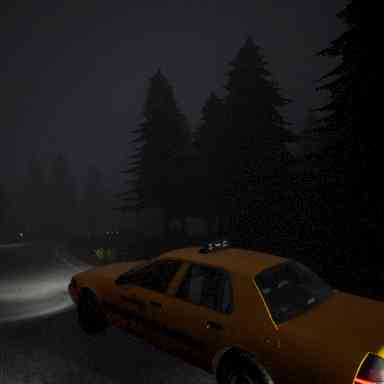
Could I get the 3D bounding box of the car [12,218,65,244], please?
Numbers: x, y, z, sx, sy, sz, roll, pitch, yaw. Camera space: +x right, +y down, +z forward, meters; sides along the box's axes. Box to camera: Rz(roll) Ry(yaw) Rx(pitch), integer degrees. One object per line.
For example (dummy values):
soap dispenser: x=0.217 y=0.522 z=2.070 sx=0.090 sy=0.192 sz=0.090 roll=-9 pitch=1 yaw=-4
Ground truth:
car: x=-12.736 y=3.231 z=28.210 sx=2.150 sy=2.045 sz=5.566 roll=-4 pitch=-7 yaw=6

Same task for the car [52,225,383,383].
car: x=0.115 y=1.441 z=4.758 sx=5.366 sy=1.575 sz=1.801 roll=0 pitch=1 yaw=43

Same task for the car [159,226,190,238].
car: x=-2.321 y=5.544 z=46.285 sx=1.882 sy=1.535 sz=5.008 roll=-5 pitch=-8 yaw=30

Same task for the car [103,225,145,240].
car: x=-7.445 y=4.510 z=36.980 sx=2.033 sy=1.411 sz=5.357 roll=-4 pitch=-8 yaw=20
